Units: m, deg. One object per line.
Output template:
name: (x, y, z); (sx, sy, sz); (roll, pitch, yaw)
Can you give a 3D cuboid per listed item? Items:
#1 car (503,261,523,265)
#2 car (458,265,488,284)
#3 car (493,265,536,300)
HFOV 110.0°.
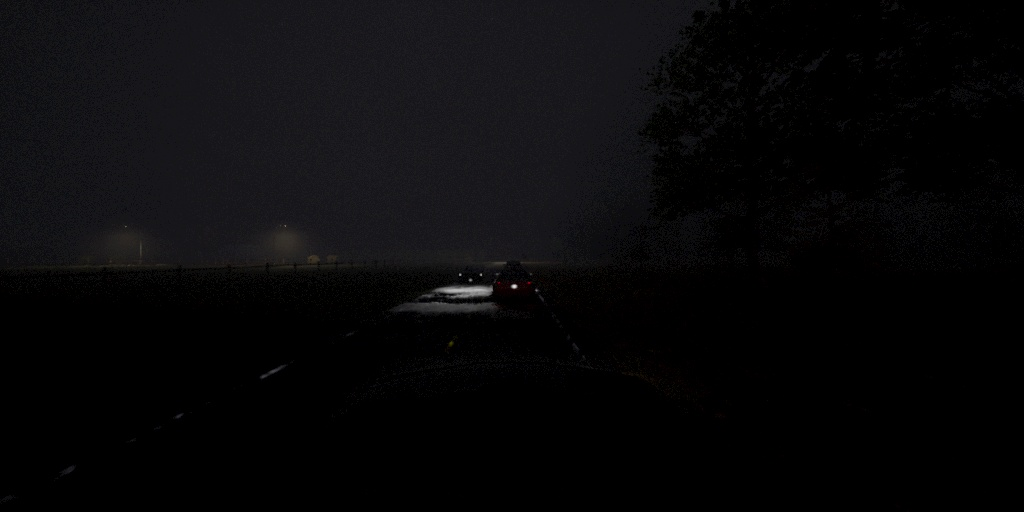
car: (0.121, 1.249, 37.751); (1.837, 1.490, 4.892); (0, 0, 0)
car: (-2.834, 1.349, 26.769); (1.895, 1.301, 4.718); (0, 0, 0)
car: (0.103, 1.314, 17.728); (1.994, 1.385, 4.181); (0, 0, 0)
